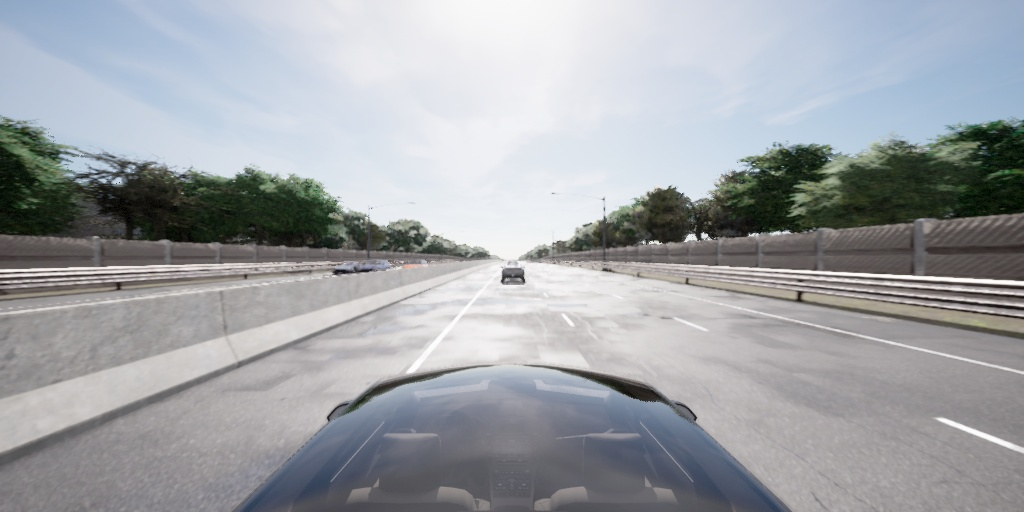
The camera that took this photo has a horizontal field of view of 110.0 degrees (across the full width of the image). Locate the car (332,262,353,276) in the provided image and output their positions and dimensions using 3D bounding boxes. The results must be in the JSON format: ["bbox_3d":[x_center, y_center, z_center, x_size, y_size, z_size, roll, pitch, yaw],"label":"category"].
[{"bbox_3d":[-17.566,1.364,39.355,2.033,1.411,5.357,0,0,1],"label":"car"}]

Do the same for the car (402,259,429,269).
[{"bbox_3d":[-10.573,1.170,39.552,2.097,1.767,4.553,0,0,0],"label":"car"}]

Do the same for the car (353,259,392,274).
[{"bbox_3d":[-14.076,1.162,36.937,2.097,1.767,4.553,0,0,0],"label":"car"}]

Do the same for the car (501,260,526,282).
[{"bbox_3d":[0.093,1.286,29.823,2.128,1.511,4.902,0,0,0],"label":"car"}]
